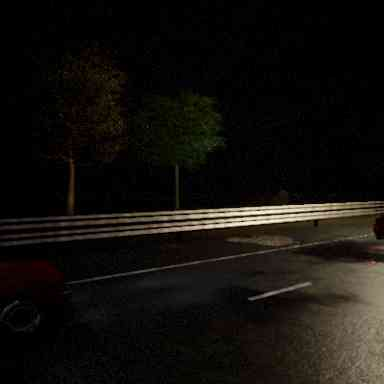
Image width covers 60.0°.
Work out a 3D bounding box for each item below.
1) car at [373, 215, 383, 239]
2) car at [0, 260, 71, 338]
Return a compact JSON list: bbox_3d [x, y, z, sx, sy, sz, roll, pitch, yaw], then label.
[{"bbox_3d":[10.119,1.425,15.261,4.674,1.442,1.812,0,0,-35],"label":"car"},{"bbox_3d":[-4.372,1.606,4.928,4.718,1.301,1.895,0,0,-35],"label":"car"}]
